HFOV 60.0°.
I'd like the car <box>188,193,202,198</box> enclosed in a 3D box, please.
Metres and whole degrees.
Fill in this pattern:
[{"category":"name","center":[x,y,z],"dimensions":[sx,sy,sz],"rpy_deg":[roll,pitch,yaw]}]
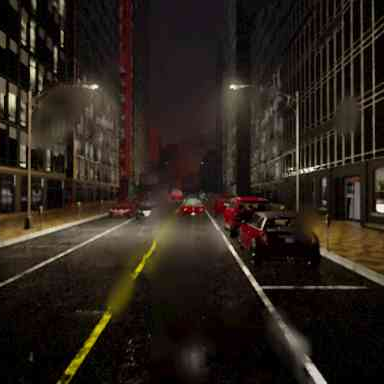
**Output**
[{"category":"car","center":[0.104,1.209,44.826],"dimensions":[1.812,1.442,4.674],"rpy_deg":[0,1,0]}]

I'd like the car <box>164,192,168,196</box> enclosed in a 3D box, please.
[{"category":"car","center":[-5.630,0.846,66.823],"dimensions":[2.192,1.841,5.009],"rpy_deg":[1,0,0]}]

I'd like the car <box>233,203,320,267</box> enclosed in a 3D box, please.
[{"category":"car","center":[2.708,1.360,11.166],"dimensions":[1.967,1.590,4.097],"rpy_deg":[1,0,0]}]

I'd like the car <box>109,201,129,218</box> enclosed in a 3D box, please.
[{"category":"car","center":[-5.673,1.384,27.800],"dimensions":[1.802,1.307,4.206],"rpy_deg":[1,0,0]}]

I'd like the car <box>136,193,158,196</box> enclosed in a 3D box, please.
[{"category":"car","center":[-5.667,1.039,38.948],"dimensions":[2.192,1.841,5.009],"rpy_deg":[1,0,0]}]

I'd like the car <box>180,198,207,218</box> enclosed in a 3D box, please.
[{"category":"car","center":[0.105,1.401,28.117],"dimensions":[1.895,1.301,4.718],"rpy_deg":[0,0,0]}]

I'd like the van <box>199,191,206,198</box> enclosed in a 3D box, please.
[{"category":"van","center":[2.720,0.719,89.246],"dimensions":[1.690,1.788,3.998],"rpy_deg":[1,0,0]}]

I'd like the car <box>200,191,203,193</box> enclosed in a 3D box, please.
[{"category":"car","center":[2.713,1.093,61.531],"dimensions":[1.752,1.417,4.829],"rpy_deg":[1,0,0]}]

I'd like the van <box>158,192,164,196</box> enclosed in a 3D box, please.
[{"category":"van","center":[-5.674,0.987,50.099],"dimensions":[1.690,1.788,3.998],"rpy_deg":[1,0,0]}]

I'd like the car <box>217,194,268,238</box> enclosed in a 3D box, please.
[{"category":"car","center":[2.711,1.196,16.743],"dimensions":[2.192,1.841,5.009],"rpy_deg":[1,0,0]}]

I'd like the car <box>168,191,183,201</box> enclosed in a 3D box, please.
[{"category":"car","center":[-2.996,0.761,66.422],"dimensions":[2.150,2.045,5.566],"rpy_deg":[0,1,0]}]

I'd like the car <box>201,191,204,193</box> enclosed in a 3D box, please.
[{"category":"car","center":[2.713,1.086,50.206],"dimensions":[1.967,1.590,4.097],"rpy_deg":[1,0,0]}]

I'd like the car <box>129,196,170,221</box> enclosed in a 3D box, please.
[{"category":"car","center":[-3.095,1.310,25.507],"dimensions":[2.128,1.511,4.902],"rpy_deg":[0,0,0]}]

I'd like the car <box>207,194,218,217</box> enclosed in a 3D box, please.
[{"category":"car","center":[2.712,1.117,27.897],"dimensions":[2.192,1.841,5.009],"rpy_deg":[1,0,0]}]

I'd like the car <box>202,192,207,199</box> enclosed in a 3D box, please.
[{"category":"car","center":[2.712,1.125,44.629],"dimensions":[1.967,1.590,4.097],"rpy_deg":[1,0,0]}]

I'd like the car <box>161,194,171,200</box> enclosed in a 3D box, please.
[{"category":"car","center":[-5.634,1.059,72.400],"dimensions":[1.947,1.339,4.313],"rpy_deg":[1,0,0]}]

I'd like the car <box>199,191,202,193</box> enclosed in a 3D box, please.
[{"category":"car","center":[2.715,0.978,78.263],"dimensions":[1.752,1.417,4.829],"rpy_deg":[1,0,0]}]
